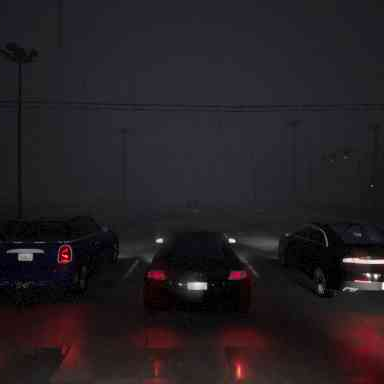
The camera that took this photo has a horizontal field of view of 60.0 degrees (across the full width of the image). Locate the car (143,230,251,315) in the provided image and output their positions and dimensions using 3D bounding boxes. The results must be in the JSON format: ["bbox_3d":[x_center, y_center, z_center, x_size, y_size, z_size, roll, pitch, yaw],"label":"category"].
[{"bbox_3d":[0.091,1.564,7.646,1.994,1.385,4.181,0,0,0],"label":"car"}]

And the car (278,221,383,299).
[{"bbox_3d":[3.594,1.492,8.458,2.128,1.511,4.902,0,0,0],"label":"car"}]

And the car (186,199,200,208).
[{"bbox_3d":[0.074,1.601,46.420,1.895,1.301,4.718,0,0,0],"label":"car"}]

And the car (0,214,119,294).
[{"bbox_3d":[-3.407,1.352,8.939,2.097,1.767,4.553,0,0,0],"label":"car"}]
